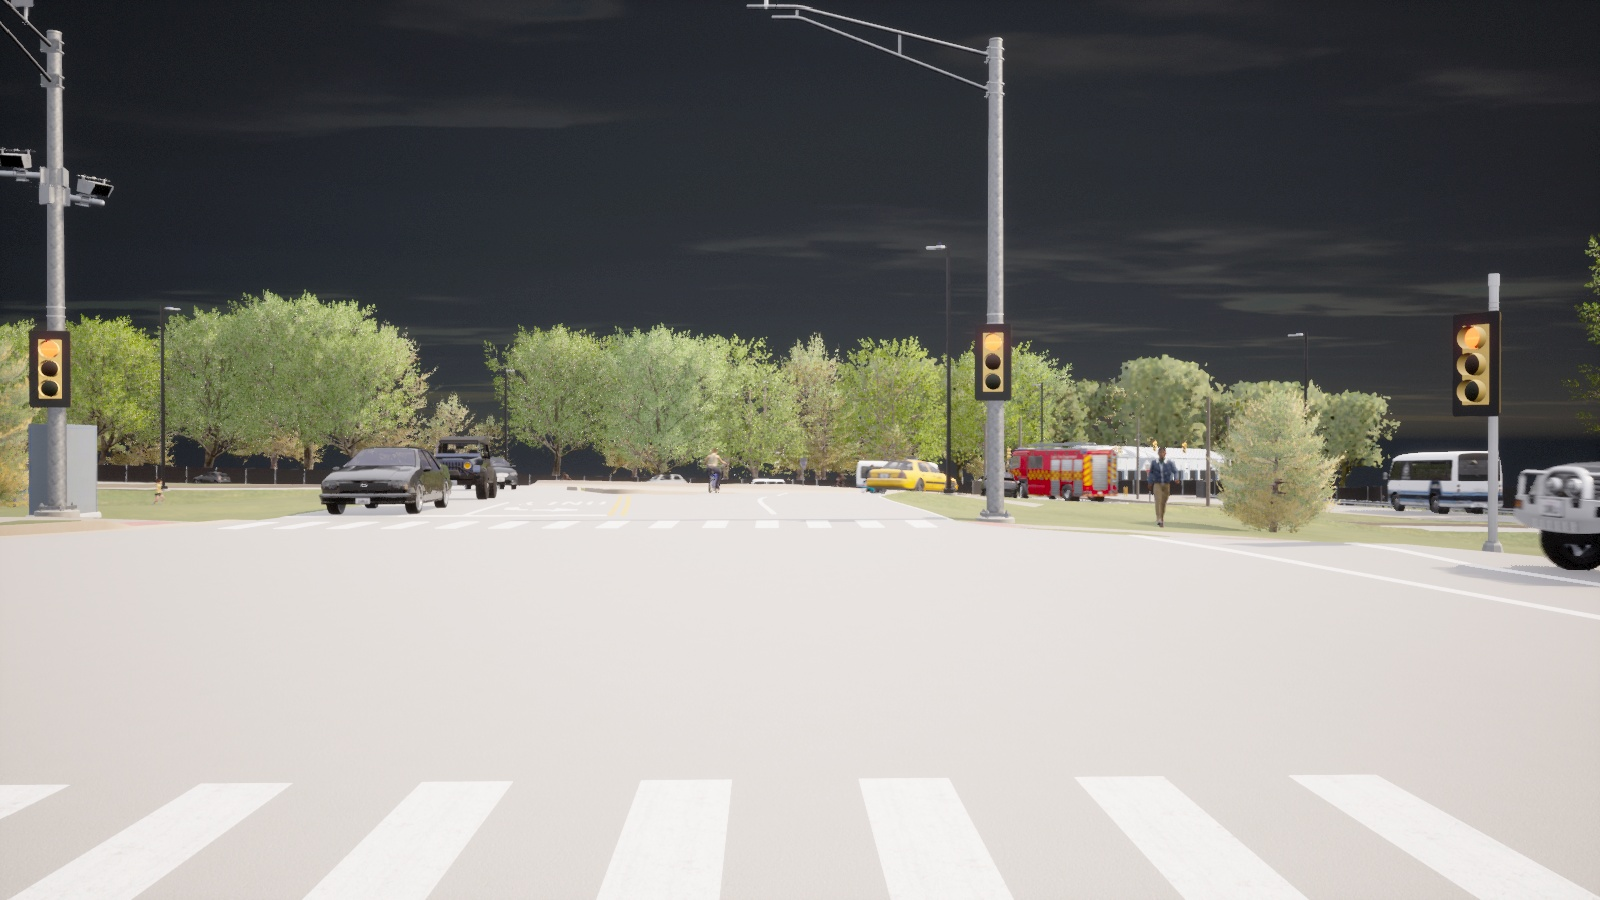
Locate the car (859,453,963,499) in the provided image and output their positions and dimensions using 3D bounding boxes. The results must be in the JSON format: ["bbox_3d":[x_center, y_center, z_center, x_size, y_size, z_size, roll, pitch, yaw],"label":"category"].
[{"bbox_3d":[4.423,1.058,49.171,1.801,1.575,5.366,0,-3,31],"label":"car"}]

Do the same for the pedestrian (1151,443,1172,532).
[{"bbox_3d":[8.077,0.817,28.086,0.423,1.949,0.788,0,1,14],"label":"pedestrian"}]

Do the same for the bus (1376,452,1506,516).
[{"bbox_3d":[44.903,2.371,88.467,3.944,4.253,10.273,0,-1,0],"label":"bus"}]

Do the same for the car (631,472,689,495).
[{"bbox_3d":[-10.387,2.504,93.207,3.806,1.475,1.970,1,-7,-32],"label":"car"}]

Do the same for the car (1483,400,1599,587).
[{"bbox_3d":[10.193,0.535,13.463,4.605,1.855,1.932,3,1,0],"label":"car"}]

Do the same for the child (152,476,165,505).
[{"bbox_3d":[-24.618,1.559,48.179,0.394,1.110,0.255,0,1,-7],"label":"child"}]

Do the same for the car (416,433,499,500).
[{"bbox_3d":[-10.076,0.493,37.225,1.905,1.878,3.866,0,-1,-8],"label":"car"}]

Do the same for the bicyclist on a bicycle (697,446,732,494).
[{"bbox_3d":[-2.981,0.725,43.963,0.866,1.612,1.509,0,-3,10],"label":"bicyclist on a bicycle"}]

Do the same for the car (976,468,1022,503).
[{"bbox_3d":[10.164,1.868,64.459,2.128,1.511,4.902,3,-3,8],"label":"car"}]

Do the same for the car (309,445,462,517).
[{"bbox_3d":[-8.879,0.613,27.407,2.033,1.411,5.357,0,0,-6],"label":"car"}]

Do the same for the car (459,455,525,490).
[{"bbox_3d":[-14.256,1.040,57.903,2.128,1.511,4.902,0,-1,-24],"label":"car"}]

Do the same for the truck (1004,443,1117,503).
[{"bbox_3d":[17.295,1.508,84.199,2.891,3.827,8.468,0,-1,-25],"label":"truck"}]
